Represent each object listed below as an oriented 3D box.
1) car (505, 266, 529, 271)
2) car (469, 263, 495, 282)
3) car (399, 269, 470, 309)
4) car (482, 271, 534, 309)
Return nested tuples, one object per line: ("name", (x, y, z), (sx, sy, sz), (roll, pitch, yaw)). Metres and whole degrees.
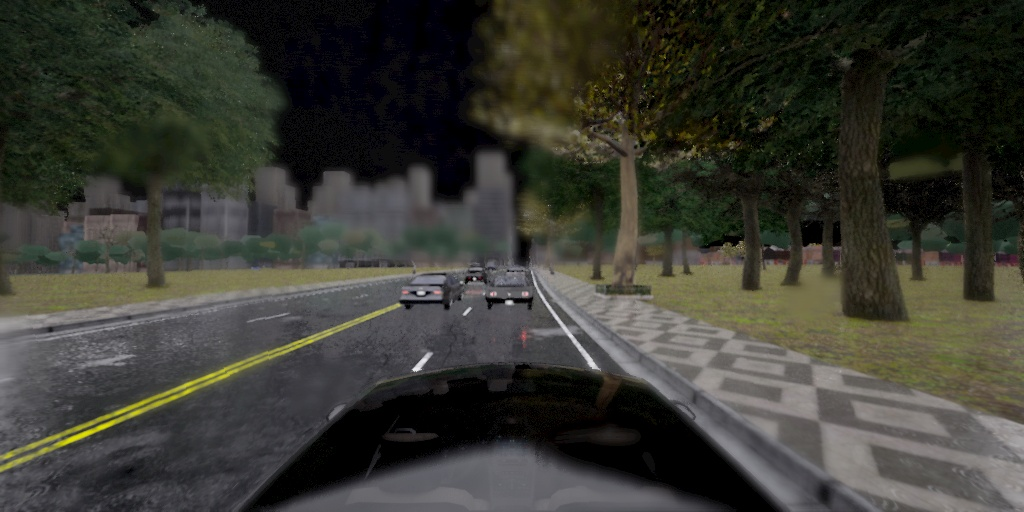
("car", (0.378, 1.580, 30.820), (2.128, 1.511, 4.902), (0, -1, 3))
("car", (-2.868, 1.598, 30.968), (1.837, 1.490, 4.892), (0, 0, 3))
("car", (-3.318, 1.442, 15.718), (2.033, 1.411, 5.357), (0, -1, 1))
("car", (-0.065, 1.498, 15.797), (1.895, 1.301, 4.718), (0, -1, 1))
